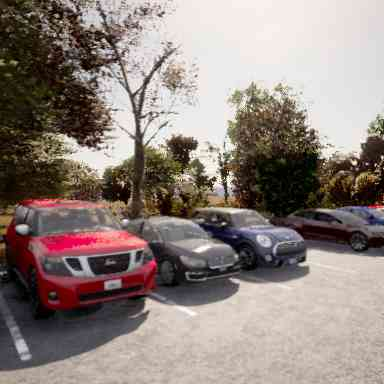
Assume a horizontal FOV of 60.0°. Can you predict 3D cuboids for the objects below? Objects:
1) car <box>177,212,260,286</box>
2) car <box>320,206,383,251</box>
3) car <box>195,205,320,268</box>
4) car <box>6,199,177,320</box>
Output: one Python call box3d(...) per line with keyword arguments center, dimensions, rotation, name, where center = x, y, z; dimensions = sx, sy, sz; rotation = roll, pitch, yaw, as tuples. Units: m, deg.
box3d(center=(-0.702, 1.481, 9.565), dimensions=(2.231, 1.521, 4.892), rotation=(0, 0, -35), name="car")
box3d(center=(6.121, 1.507, 14.385), dimensions=(2.163, 1.488, 4.792), rotation=(0, 0, -35), name="car")
box3d(center=(1.551, 1.354, 11.203), dimensions=(2.185, 1.767, 4.553), rotation=(0, 0, -35), name="car")
box3d(center=(-2.949, 1.228, 7.921), dimensions=(2.435, 2.045, 5.566), rotation=(0, 0, -36), name="car")
